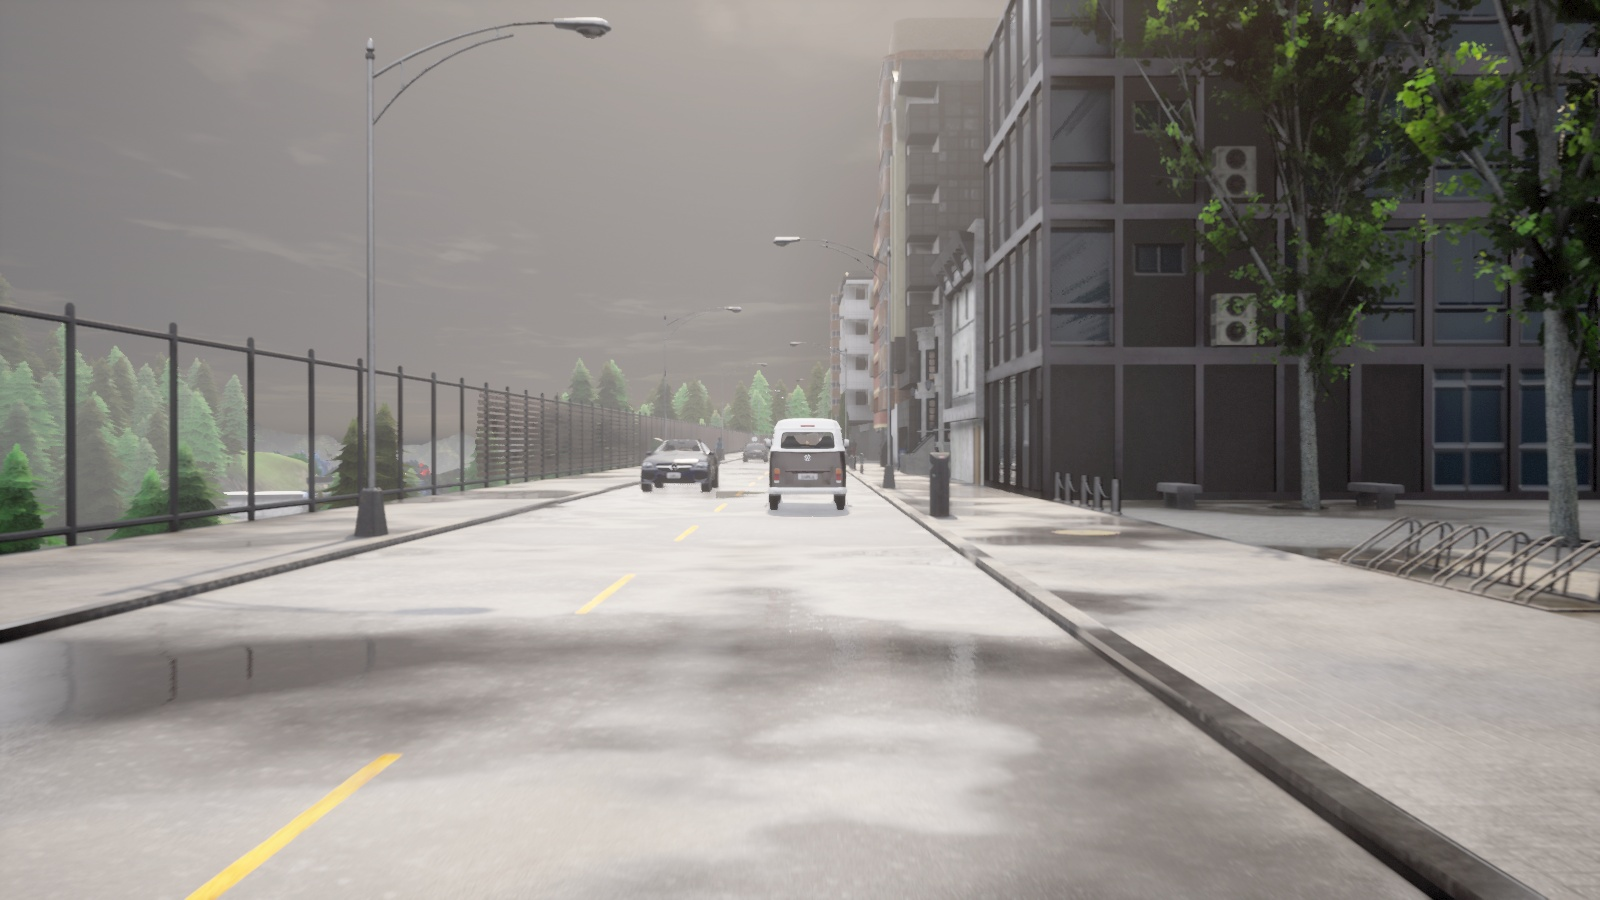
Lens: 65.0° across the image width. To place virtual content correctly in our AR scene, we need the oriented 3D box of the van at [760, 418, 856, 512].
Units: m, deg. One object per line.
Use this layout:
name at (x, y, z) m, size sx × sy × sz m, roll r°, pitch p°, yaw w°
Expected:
van at (0.179, 0.304, 29.421) m, size 2.069 × 2.038 × 4.480 m, roll 0°, pitch 0°, yaw 0°

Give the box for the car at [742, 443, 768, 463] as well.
car at (-3.443, 0.201, 97.207) m, size 1.837 × 1.490 × 4.892 m, roll 0°, pitch 0°, yaw 0°

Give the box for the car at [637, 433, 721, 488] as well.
car at (-3.762, 0.298, 39.834) m, size 2.152 × 1.651 × 5.027 m, roll 0°, pitch 0°, yaw 0°
